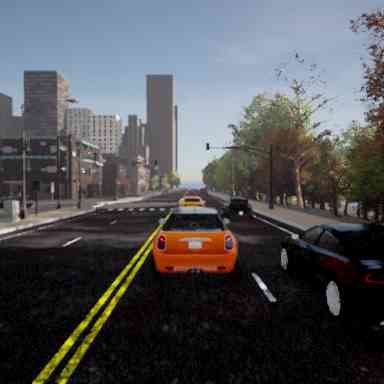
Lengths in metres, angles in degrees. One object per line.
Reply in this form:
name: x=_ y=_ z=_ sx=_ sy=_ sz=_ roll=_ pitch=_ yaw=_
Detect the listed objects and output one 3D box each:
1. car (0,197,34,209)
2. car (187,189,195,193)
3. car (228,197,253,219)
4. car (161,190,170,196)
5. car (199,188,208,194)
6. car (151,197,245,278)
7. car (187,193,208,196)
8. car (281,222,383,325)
car: x=-20.071 y=1.255 z=37.343 sx=4.313 sy=1.339 sz=1.947 roll=-1 pitch=2 yaw=0
car: x=-0.273 y=0.215 z=86.995 sx=1.994 sy=1.385 sz=4.181 roll=0 pitch=1 yaw=0
car: x=3.273 y=1.129 z=24.638 sx=1.837 sy=1.490 sz=4.892 roll=0 pitch=1 yaw=0
car: x=-6.766 y=0.233 z=84.704 sx=2.128 sy=1.511 sz=4.902 roll=0 pitch=1 yaw=0
car: x=2.979 y=-0.125 z=86.615 sx=2.150 sy=2.045 sz=5.566 roll=0 pitch=1 yaw=0
car: x=0.068 y=1.203 z=9.756 sx=2.097 sy=1.767 sz=4.553 roll=0 pitch=1 yaw=0
car: x=0.007 y=1.089 z=25.570 sx=1.882 sy=1.535 sz=5.008 roll=0 pitch=1 yaw=0
car: x=3.327 y=1.368 z=7.050 sx=1.882 sy=1.535 sz=5.008 roll=0 pitch=1 yaw=0
